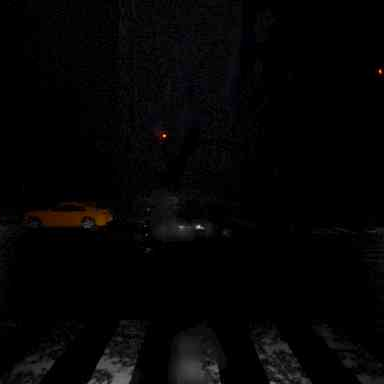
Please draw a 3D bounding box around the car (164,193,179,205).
[{"bbox_3d":[-3.285,1.208,54.226,2.150,2.045,5.566,0,0,0],"label":"car"}]

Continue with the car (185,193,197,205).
[{"bbox_3d":[-0.113,1.480,59.461,2.128,1.511,4.902,0,0,0],"label":"car"}]

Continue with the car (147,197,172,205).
[{"bbox_3d":[-3.221,1.518,31.650,1.812,1.442,4.674,0,0,-1],"label":"car"}]

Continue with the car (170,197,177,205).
[{"bbox_3d":[-3.261,1.592,41.610,1.895,1.301,4.718,0,0,0],"label":"car"}]

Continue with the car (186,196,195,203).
[{"bbox_3d":[-0.242,1.584,73.075,1.895,1.301,4.718,0,0,0],"label":"car"}]

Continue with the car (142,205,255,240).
[{"bbox_3d":[0.331,1.526,16.363,5.357,1.411,2.033,1,0,0],"label":"car"}]

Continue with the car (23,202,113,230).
[{"bbox_3d":[-7.250,1.356,19.571,5.008,1.535,1.882,0,1,0],"label":"car"}]
